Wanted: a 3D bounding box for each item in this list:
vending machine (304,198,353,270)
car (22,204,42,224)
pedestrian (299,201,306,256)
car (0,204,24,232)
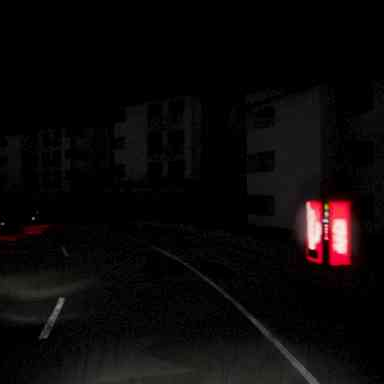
[{"bbox_3d":[4.235,1.251,10.366,1.100,2.100,0.880,0,0,-17],"label":"vending machine"},{"bbox_3d":[-13.875,1.762,26.663,4.892,1.490,1.837,0,0,39],"label":"car"},{"bbox_3d":[3.881,1.204,11.134,0.375,1.860,0.375,0,0,-18],"label":"pedestrian"},{"bbox_3d":[-12.433,1.686,20.791,1.882,1.535,5.008,1,-1,-42],"label":"car"}]
